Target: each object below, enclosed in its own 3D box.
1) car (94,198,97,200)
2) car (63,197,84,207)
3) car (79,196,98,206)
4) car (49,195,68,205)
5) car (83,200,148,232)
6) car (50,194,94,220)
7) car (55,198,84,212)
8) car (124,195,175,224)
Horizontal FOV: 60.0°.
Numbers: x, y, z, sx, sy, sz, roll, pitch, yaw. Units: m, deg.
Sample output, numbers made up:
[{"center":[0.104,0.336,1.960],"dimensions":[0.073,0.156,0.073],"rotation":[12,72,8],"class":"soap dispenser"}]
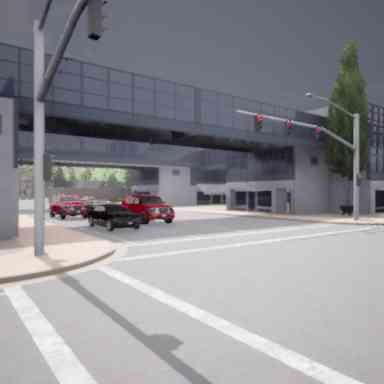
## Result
[{"center":[-9.079,1.500,32.537],"dimensions":[2.128,1.511,4.902],"rotation":[0,0,-36],"class":"car"},{"center":[-18.561,1.525,52.107],"dimensions":[1.837,1.490,4.892],"rotation":[0,0,-36],"class":"car"},{"center":[-17.849,1.496,57.194],"dimensions":[1.882,1.535,5.008],"rotation":[0,0,-34],"class":"car"},{"center":[-23.902,1.380,59.515],"dimensions":[2.097,1.767,4.553],"rotation":[0,0,-36],"class":"car"},{"center":[-4.909,1.482,20.712],"dimensions":[1.882,1.535,5.008],"rotation":[0,0,-36],"class":"car"},{"center":[-10.702,1.234,28.795],"dimensions":[2.150,2.045,5.566],"rotation":[0,0,-36],"class":"car"},{"center":[-15.129,1.509,40.999],"dimensions":[2.128,1.511,4.902],"rotation":[0,0,-35],"class":"car"},{"center":[-3.395,1.222,24.644],"dimensions":[2.150,2.045,5.566],"rotation":[0,0,-34],"class":"car"}]
